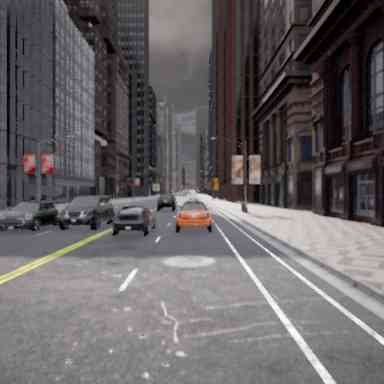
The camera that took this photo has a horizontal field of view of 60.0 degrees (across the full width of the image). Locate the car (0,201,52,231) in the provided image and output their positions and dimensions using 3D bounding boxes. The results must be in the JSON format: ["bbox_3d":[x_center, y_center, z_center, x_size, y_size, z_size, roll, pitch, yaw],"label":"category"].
[{"bbox_3d":[-9.808,1.357,20.282,2.097,1.767,4.553,0,0,0],"label":"car"}]

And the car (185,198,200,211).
[{"bbox_3d":[0.116,1.542,43.169,1.837,1.490,4.892,0,0,0],"label":"car"}]

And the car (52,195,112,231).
[{"bbox_3d":[-6.551,1.230,21.225,2.150,2.045,5.566,0,0,0],"label":"car"}]

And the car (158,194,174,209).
[{"bbox_3d":[-3.135,1.257,42.448,2.150,2.045,5.566,0,0,0],"label":"car"}]

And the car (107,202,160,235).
[{"bbox_3d":[-3.142,1.511,18.763,1.837,1.490,4.892,0,0,0],"label":"car"}]

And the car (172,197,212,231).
[{"bbox_3d":[0.108,1.358,20.604,2.097,1.767,4.553,0,0,0],"label":"car"}]
